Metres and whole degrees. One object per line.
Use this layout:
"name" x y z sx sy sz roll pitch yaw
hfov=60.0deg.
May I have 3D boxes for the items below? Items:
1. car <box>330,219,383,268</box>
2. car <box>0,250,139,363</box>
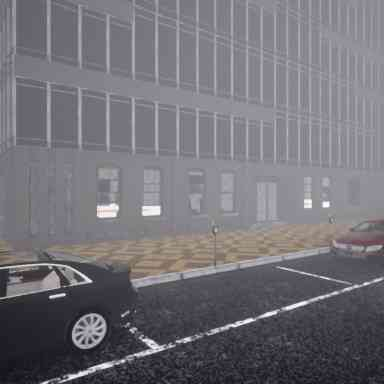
"car" 6.367 1.582 11.121 4.206 1.307 1.802 0 0 -36
"car" -2.891 1.551 4.497 4.403 1.369 2.008 0 0 -36
